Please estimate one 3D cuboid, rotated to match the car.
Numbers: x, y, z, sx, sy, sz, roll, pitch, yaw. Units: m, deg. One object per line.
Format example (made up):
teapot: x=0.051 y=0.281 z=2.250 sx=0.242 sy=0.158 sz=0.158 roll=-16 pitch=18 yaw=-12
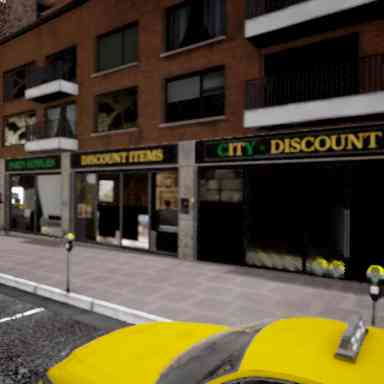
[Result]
car: x=0.810 y=1.531 z=2.276 sx=4.829 sy=1.417 sz=1.752 roll=-1 pitch=1 yaw=35
